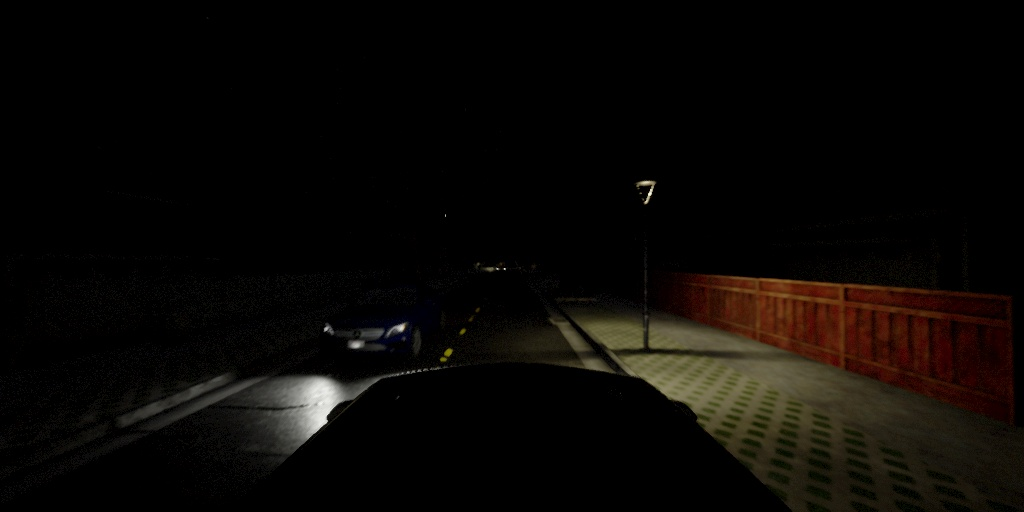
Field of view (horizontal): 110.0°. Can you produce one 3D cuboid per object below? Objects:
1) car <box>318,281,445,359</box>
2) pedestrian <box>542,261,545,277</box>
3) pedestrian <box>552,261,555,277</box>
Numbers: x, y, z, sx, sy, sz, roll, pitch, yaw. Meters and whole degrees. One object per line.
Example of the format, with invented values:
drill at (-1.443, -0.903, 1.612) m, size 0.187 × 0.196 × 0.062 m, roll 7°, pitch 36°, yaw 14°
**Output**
car at (-2.838, 1.379, 8.852) m, size 1.812 × 1.442 × 4.674 m, roll 0°, pitch -1°, yaw 0°
pedestrian at (3.503, 1.448, 40.647) m, size 0.375 × 1.860 × 0.375 m, roll 0°, pitch -1°, yaw 0°
pedestrian at (4.503, 1.429, 39.448) m, size 0.375 × 1.860 × 0.375 m, roll 0°, pitch -1°, yaw 0°
